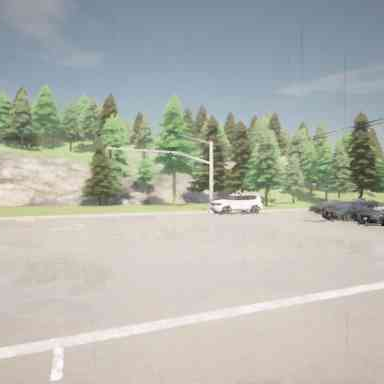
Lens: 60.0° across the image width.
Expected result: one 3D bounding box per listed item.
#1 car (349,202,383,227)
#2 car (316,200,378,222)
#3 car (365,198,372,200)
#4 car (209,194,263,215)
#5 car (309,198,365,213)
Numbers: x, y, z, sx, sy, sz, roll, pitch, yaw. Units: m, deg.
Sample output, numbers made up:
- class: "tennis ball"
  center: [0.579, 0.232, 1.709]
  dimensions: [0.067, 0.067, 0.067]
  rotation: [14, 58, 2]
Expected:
- class: "car"
  center: [13.174, 1.562, 22.493]
  dimensions: [4.181, 1.385, 1.994]
  rotation: [0, 0, -22]
- class: "car"
  center: [12.244, 1.559, 25.893]
  dimensions: [4.181, 1.385, 1.994]
  rotation: [0, 0, -22]
- class: "car"
  center: [20.188, 1.484, 40.019]
  dimensions: [4.902, 1.511, 2.128]
  rotation: [0, 0, -19]
- class: "car"
  center: [4.561, 1.203, 34.044]
  dimensions: [5.566, 2.045, 2.150]
  rotation: [0, 0, -23]
- class: "car"
  center: [14.759, 1.538, 34.382]
  dimensions: [5.357, 1.411, 2.033]
  rotation: [0, 0, -20]
